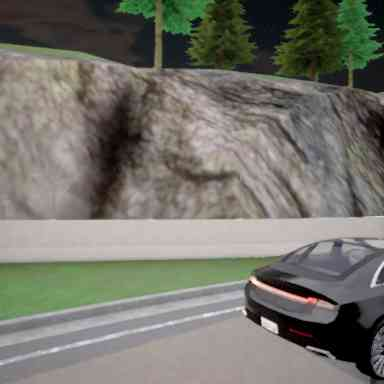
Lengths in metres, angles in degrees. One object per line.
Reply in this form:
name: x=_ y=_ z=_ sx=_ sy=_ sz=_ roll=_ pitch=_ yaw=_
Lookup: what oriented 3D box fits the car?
car: x=3.111 y=1.512 z=5.439 sx=4.902 sy=1.511 sz=2.128 roll=1 pitch=0 yaw=-29
